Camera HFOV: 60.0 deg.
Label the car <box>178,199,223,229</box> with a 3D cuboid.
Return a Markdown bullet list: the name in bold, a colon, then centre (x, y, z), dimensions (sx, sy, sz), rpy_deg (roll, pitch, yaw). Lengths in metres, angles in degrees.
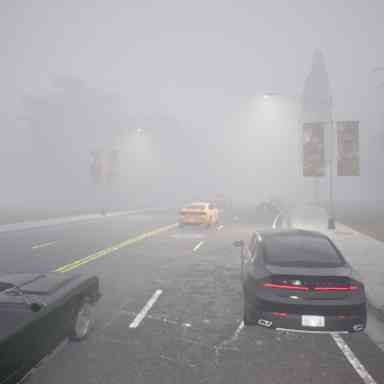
- **car**: centre (0.538, 1.448, 21.723), dimensions (1.882, 1.535, 5.008), rpy_deg (0, 0, 13)

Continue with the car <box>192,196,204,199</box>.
- **car**: centre (0.824, 1.310, 44.347), dimensions (2.097, 1.767, 4.553), rpy_deg (-1, 0, 20)

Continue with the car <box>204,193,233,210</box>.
- **car**: centre (3.708, 1.151, 42.786), dimensions (2.150, 2.045, 5.566), rpy_deg (-1, 0, 20)

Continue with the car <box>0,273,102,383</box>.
- **car**: centre (-2.644, 1.604, 3.592), dimensions (1.895, 1.301, 4.718), rpy_deg (0, 0, 5)

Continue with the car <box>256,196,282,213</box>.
- **car**: centre (8.011, 1.413, 35.058), dimensions (1.812, 1.442, 4.674), rpy_deg (-1, 0, 20)

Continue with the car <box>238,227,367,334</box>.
- **car**: centre (1.965, 1.501, 6.924), dimensions (1.837, 1.490, 4.892), rpy_deg (0, 0, 8)

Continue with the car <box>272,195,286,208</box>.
- **car**: centre (11.364, 1.210, 44.753), dimensions (2.097, 1.767, 4.553), rpy_deg (-1, 0, 21)
